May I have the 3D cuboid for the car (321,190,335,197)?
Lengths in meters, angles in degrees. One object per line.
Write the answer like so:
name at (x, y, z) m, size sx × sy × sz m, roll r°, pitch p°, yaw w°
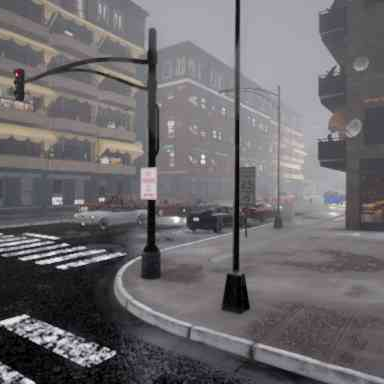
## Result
car at (29.823, 0.368, 72.941) m, size 1.887 × 1.381 × 4.507 m, roll 2°, pitch 2°, yaw 35°

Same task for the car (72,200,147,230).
car at (-4.565, 1.360, 19.578) m, size 1.895 × 1.301 × 4.718 m, roll 1°, pitch 1°, yaw 35°

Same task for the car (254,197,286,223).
car at (4.598, 1.278, 22.529) m, size 1.802 × 1.307 × 4.206 m, roll 2°, pitch 2°, yaw 35°

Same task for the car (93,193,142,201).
car at (-5.436, 1.021, 22.821) m, size 2.192 × 1.841 × 5.009 m, roll 2°, pitch 2°, yaw 35°

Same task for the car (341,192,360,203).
car at (23.831, 0.758, 49.863) m, size 1.887 × 1.381 × 4.507 m, roll 2°, pitch 2°, yaw 35°

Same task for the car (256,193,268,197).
car at (5.782, 1.004, 34.279) m, size 1.837 × 1.490 × 4.892 m, roll 1°, pitch 1°, yaw 35°

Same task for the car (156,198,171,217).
car at (-2.233, 1.170, 27.383) m, size 1.887 × 1.381 × 4.507 m, roll 2°, pitch 2°, yaw 35°

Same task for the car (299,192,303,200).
car at (17.000, 0.709, 54.718) m, size 1.947 × 1.339 × 4.313 m, roll 2°, pitch 2°, yaw 35°

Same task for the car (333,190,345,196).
car at (36.233, 0.245, 82.053) m, size 1.802 × 1.307 × 4.206 m, roll 2°, pitch 2°, yaw 35°

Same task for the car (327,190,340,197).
car at (33.028, 0.325, 77.497) m, size 1.802 × 1.307 × 4.206 m, roll 2°, pitch 2°, yaw 35°

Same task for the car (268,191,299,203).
car at (11.488, 0.709, 42.339) m, size 2.097 × 1.767 × 4.553 m, roll 1°, pitch 1°, yaw 36°

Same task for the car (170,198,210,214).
car at (0.529, 1.194, 26.843) m, size 1.994 × 1.385 × 4.181 m, roll 1°, pitch 1°, yaw 34°

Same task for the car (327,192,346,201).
car at (23.585, 0.745, 54.034) m, size 1.895 × 1.301 × 4.718 m, roll 1°, pitch 1°, yaw 35°

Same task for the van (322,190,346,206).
van at (17.423, 0.715, 40.748) m, size 1.690 × 1.788 × 3.998 m, roll 2°, pitch 2°, yaw 35°

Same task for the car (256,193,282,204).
car at (10.589, 0.870, 45.606) m, size 1.947 × 1.339 × 4.313 m, roll 2°, pitch 2°, yaw 35°

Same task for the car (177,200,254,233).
car at (1.392, 1.342, 17.974) m, size 1.947 × 1.339 × 4.313 m, roll 2°, pitch 2°, yaw 35°
